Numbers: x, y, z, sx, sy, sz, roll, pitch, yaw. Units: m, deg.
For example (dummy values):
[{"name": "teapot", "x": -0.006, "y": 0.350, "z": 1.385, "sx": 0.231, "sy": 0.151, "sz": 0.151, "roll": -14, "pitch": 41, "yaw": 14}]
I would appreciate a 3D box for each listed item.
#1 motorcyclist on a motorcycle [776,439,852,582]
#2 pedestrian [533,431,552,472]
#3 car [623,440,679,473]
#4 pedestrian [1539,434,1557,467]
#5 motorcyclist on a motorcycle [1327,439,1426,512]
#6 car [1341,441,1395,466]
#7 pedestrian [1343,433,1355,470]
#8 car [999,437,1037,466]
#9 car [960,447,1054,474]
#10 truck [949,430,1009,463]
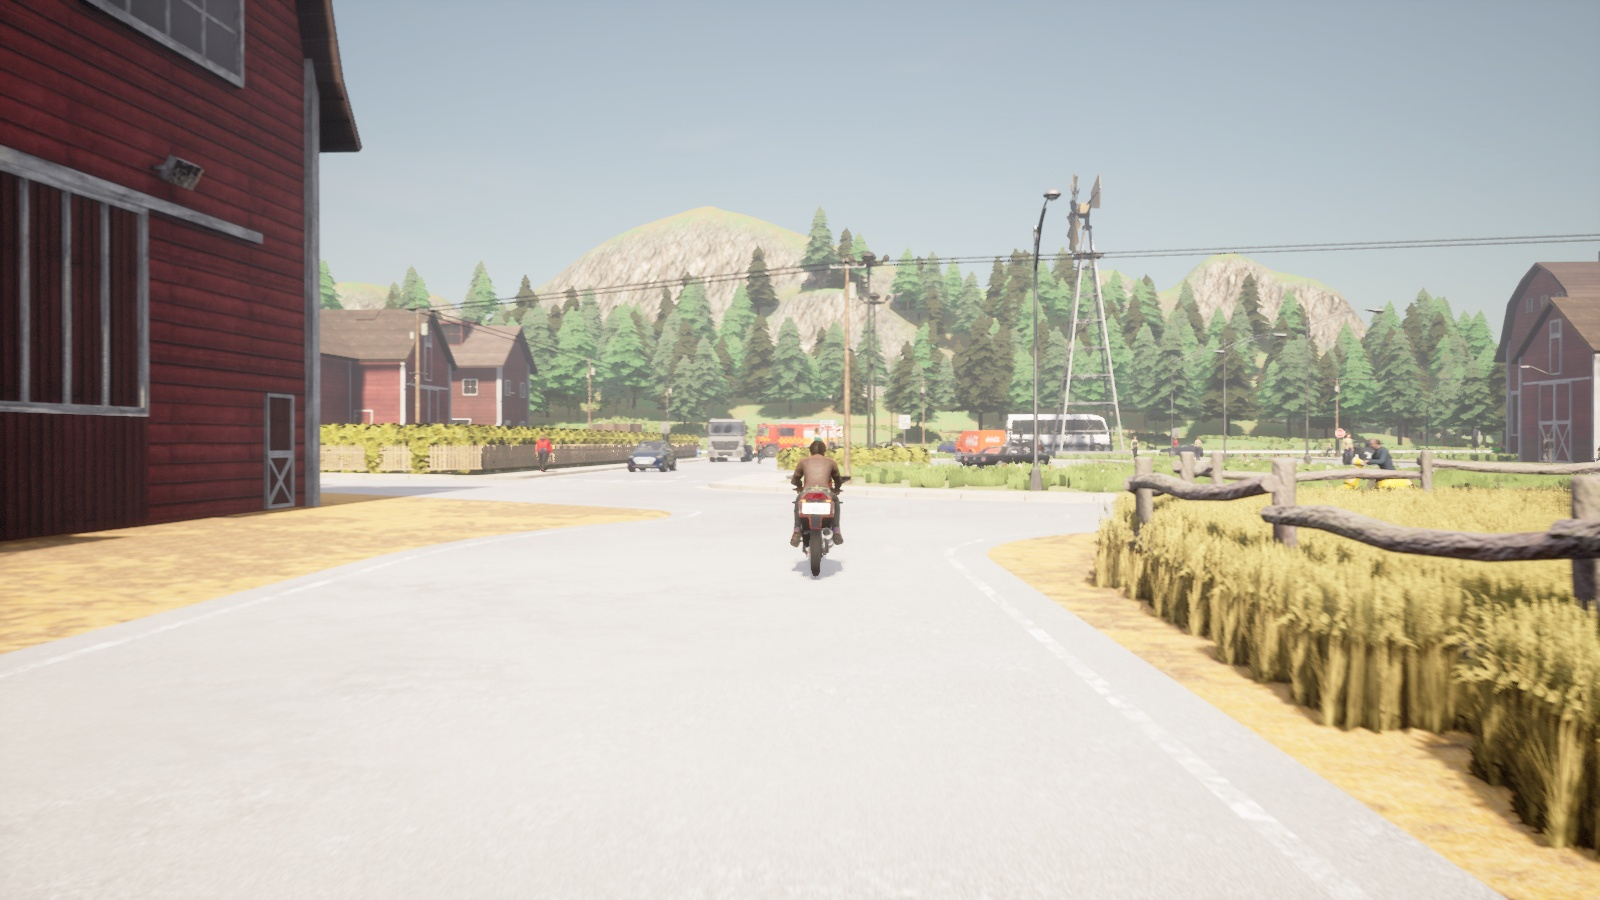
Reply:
[{"name": "motorcyclist on a motorcycle", "x": 0.189, "y": 0.647, "z": 14.525, "sx": 0.797, "sy": 1.523, "sz": 2.044, "roll": 1, "pitch": 0, "yaw": 2}, {"name": "pedestrian", "x": -11.640, "y": 0.072, "z": 56.738, "sx": 0.634, "sy": 1.844, "sz": 0.899, "roll": 0, "pitch": 0, "yaw": 3}, {"name": "car", "x": -7.695, "y": 0.302, "z": 65.266, "sx": 2.033, "sy": 1.649, "sz": 4.856, "roll": 0, "pitch": 0, "yaw": 4}, {"name": "pedestrian", "x": 43.337, "y": 0.027, "z": 72.773, "sx": 0.563, "sy": 1.883, "sz": 0.849, "roll": 0, "pitch": 0, "yaw": 5}, {"name": "motorcyclist on a motorcycle", "x": 12.778, "y": 0.553, "z": 27.875, "sx": 1.817, "sy": 1.590, "sz": 0.866, "roll": 0, "pitch": 0, "yaw": 4}, {"name": "car", "x": 36.621, "y": 0.217, "z": 81.123, "sx": 1.851, "sy": 1.617, "sz": 3.988, "roll": 0, "pitch": 0, "yaw": 3}, {"name": "pedestrian", "x": 27.207, "y": 0.073, "z": 62.263, "sx": 0.345, "sy": 1.836, "sz": 0.594, "roll": 0, "pitch": 0, "yaw": 2}, {"name": "car", "x": 14.224, "y": 0.111, "z": 82.086, "sx": 1.932, "sy": 1.855, "sz": 4.605, "roll": 0, "pitch": 0, "yaw": 3}, {"name": "car", "x": 10.311, "y": 0.503, "z": 62.445, "sx": 4.718, "sy": 1.301, "sz": 1.895, "roll": 0, "pitch": 0, "yaw": -37}, {"name": "truck", "x": 13.817, "y": -0.280, "z": 97.307, "sx": 2.627, "sy": 2.467, "sz": 5.204, "roll": 0, "pitch": 0, "yaw": -17}]
